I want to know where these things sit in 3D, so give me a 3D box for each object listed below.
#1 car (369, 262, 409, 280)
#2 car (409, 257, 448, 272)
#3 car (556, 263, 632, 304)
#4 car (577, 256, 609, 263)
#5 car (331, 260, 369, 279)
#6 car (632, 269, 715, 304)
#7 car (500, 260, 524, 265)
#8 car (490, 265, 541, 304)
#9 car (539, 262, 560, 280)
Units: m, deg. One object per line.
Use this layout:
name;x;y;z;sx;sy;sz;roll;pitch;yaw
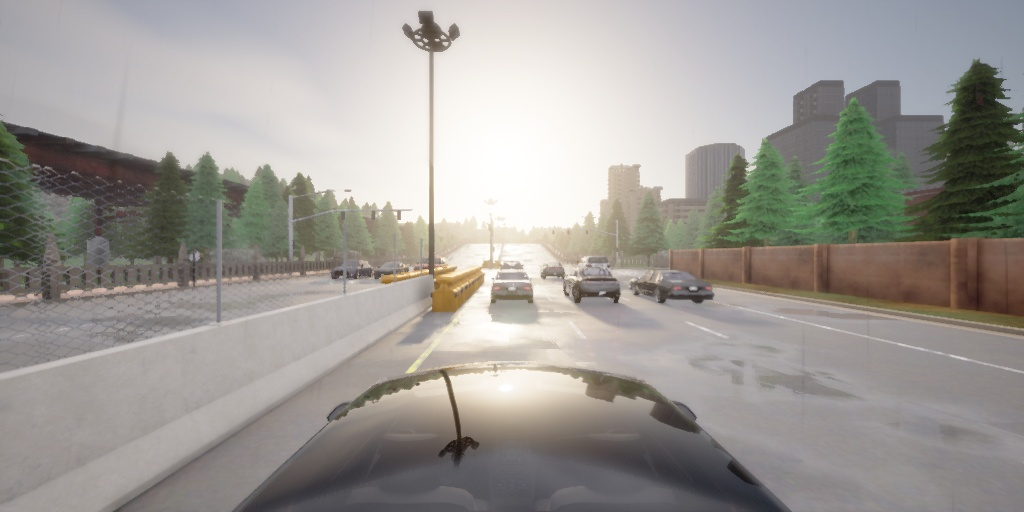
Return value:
car;-10.500;1.260;31.596;1.882;1.535;5.008;0;0;0
car;-7.000;1.075;31.566;2.150;2.045;5.566;0;0;0
car;3.500;1.243;16.353;2.128;1.511;4.902;0;0;0
car;7.000;1.006;31.383;2.150;2.045;5.566;0;0;0
car;-14.000;1.152;31.626;2.097;1.767;4.553;0;0;0
car;7.000;1.311;16.353;2.033;1.411;5.357;0;0;0
car;0.000;1.114;31.323;2.097;1.767;4.553;0;0;0
car;0.000;1.311;16.353;2.033;1.411;5.357;0;0;0
car;3.500;1.243;31.353;2.128;1.511;4.902;0;0;0
